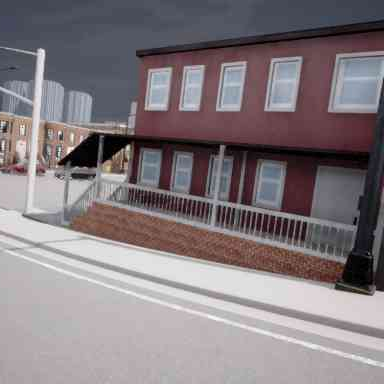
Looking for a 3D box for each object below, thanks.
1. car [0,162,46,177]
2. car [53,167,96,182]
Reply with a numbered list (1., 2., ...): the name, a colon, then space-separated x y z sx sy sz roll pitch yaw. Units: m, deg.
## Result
1. car: -18.361 -2.538 36.300 1.812 1.442 4.674 10 6 35
2. car: -13.156 -2.039 37.594 1.837 1.490 4.892 10 6 35
